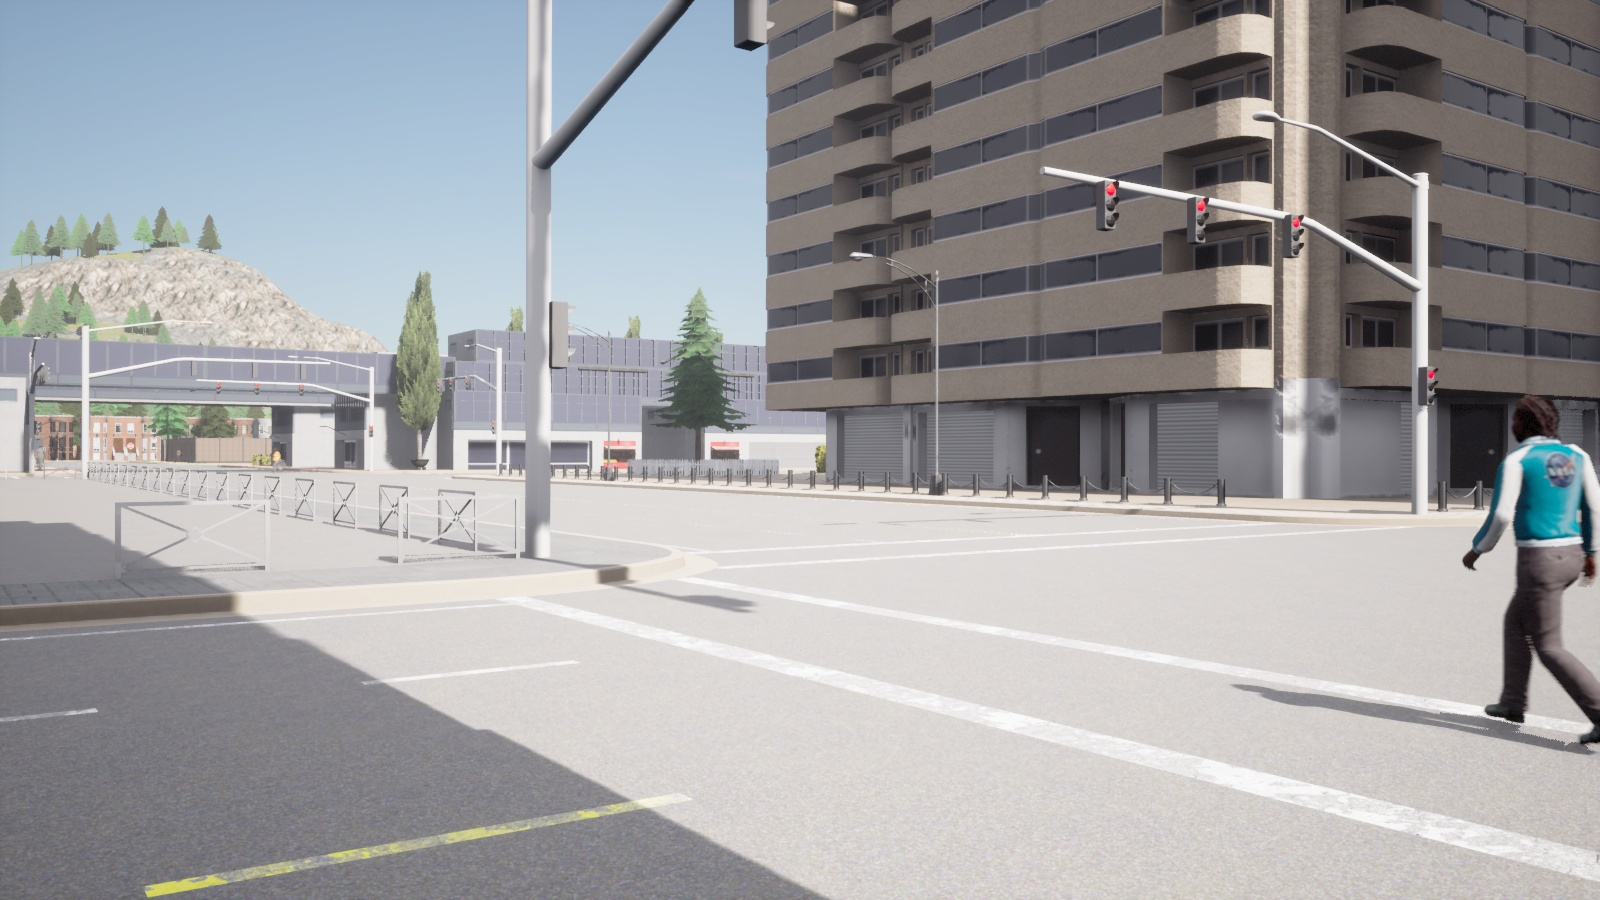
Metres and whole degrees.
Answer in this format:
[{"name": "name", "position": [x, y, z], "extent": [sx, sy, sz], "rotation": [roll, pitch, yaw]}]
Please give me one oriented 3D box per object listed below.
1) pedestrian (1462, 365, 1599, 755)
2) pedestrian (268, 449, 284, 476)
[{"name": "pedestrian", "position": [3.918, 0.547, 6.602], "extent": [0.396, 1.930, 0.692], "rotation": [0, 0, -16]}, {"name": "pedestrian", "position": [-36.980, 0.881, 88.656], "extent": [0.900, 1.855, 0.874], "rotation": [0, 0, -35]}]
